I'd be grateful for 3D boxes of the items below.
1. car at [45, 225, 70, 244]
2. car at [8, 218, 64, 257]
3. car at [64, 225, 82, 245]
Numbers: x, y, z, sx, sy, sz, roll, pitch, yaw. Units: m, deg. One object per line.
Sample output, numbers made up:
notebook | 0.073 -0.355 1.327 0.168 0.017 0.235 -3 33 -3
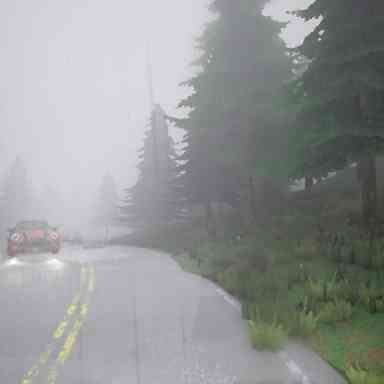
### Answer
car | -15.816 4.996 39.413 2.150 2.045 5.566 1 -7 -16
car | -7.910 2.161 16.526 2.097 1.767 4.553 1 -6 -29
car | -10.011 3.485 26.334 1.812 1.442 4.674 1 -9 -30
